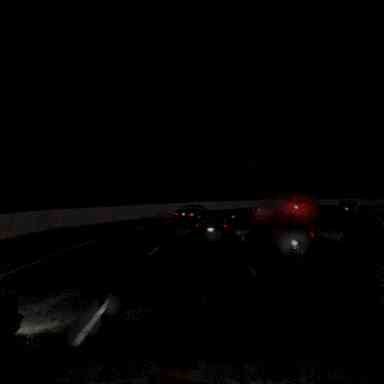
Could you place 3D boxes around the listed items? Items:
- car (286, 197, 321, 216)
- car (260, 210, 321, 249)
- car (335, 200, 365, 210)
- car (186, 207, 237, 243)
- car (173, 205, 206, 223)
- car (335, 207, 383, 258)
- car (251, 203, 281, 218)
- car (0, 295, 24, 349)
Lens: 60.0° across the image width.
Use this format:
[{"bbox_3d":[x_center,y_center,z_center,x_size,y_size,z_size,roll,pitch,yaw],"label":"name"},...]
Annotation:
[{"bbox_3d":[10.432,1.436,30.998,2.150,2.045,5.566,-1,-1,32],"label":"car"},{"bbox_3d":[4.349,1.706,15.196,1.895,1.301,4.718,0,0,9],"label":"car"},{"bbox_3d":[14.908,1.567,31.158,2.097,1.767,4.553,0,0,35],"label":"car"},{"bbox_3d":[1.212,1.682,16.921,1.994,1.385,4.181,0,0,11],"label":"car"},{"bbox_3d":[0.340,1.736,27.152,2.033,1.411,5.357,0,0,23],"label":"car"},{"bbox_3d":[7.602,1.583,12.992,2.128,1.511,4.902,0,0,6],"label":"car"},{"bbox_3d":[7.330,1.787,32.332,1.994,1.385,4.181,0,-1,31],"label":"car"},{"bbox_3d":[-3.411,1.566,2.437,2.033,1.411,5.357,0,0,0],"label":"car"}]
